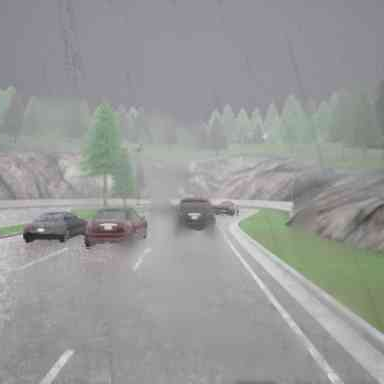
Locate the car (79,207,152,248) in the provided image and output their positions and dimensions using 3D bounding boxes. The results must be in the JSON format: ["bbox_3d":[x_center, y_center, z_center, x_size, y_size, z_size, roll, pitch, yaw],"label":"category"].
[{"bbox_3d":[-3.356,1.494,15.562,2.097,1.767,4.553,0,-1,1],"label":"car"}]

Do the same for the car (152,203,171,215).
[{"bbox_3d":[-3.005,1.945,38.121,1.895,1.301,4.718,0,-1,16],"label":"car"}]

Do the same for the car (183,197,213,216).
[{"bbox_3d":[0.808,1.571,38.737,2.150,2.045,5.566,0,-1,16],"label":"car"}]

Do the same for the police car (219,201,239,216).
[{"bbox_3d":[4.014,1.839,37.162,2.038,1.542,4.974,0,-1,16],"label":"police car"}]

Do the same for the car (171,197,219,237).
[{"bbox_3d":[0.252,1.396,19.285,2.150,2.045,5.566,0,-1,2],"label":"car"}]

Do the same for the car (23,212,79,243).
[{"bbox_3d":[-6.810,1.720,17.125,1.994,1.385,4.181,0,-1,2],"label":"car"}]
